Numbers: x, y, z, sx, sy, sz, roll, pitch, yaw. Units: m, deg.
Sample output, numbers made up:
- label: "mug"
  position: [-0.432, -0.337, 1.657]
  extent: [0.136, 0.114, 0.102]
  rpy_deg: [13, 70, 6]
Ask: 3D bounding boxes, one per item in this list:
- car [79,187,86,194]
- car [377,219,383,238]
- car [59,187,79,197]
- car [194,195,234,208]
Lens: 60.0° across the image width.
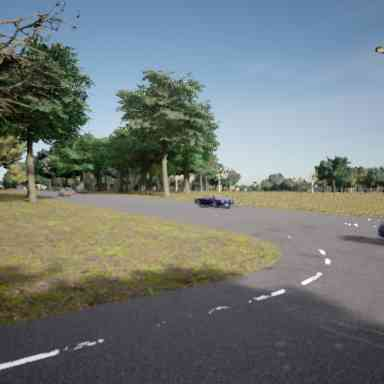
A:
- label: "car"
  position: [-25.466, -0.323, 74.870]
  extent: [2.033, 1.411, 5.357]
  rpy_deg: [-1, 2, -35]
- label: "car"
  position: [9.805, 1.549, 12.946]
  extent: [1.812, 1.442, 4.674]
  rpy_deg: [0, 1, -35]
- label: "car"
  position: [-21.981, -0.028, 58.458]
  extent: [2.097, 1.767, 4.553]
  rpy_deg: [-1, 2, -31]
- label: "car"
  position: [2.276, 0.959, 35.701]
  extent: [1.895, 1.301, 4.718]
  rpy_deg: [-1, 2, -35]
